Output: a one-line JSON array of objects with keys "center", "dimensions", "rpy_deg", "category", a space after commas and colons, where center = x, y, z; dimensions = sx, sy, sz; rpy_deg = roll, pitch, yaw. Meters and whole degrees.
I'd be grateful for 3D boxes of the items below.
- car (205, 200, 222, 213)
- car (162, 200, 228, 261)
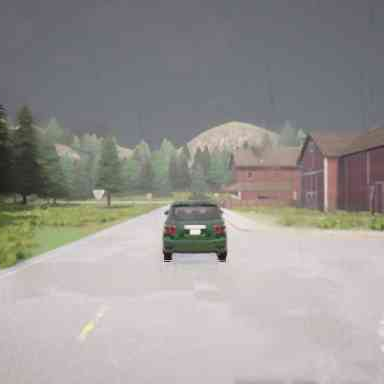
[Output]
[{"center": [2.987, 1.952, 46.668], "dimensions": [1.816, 1.474, 4.193], "rpy_deg": [-6, 0, -2], "category": "car"}, {"center": [0.093, 1.325, 12.858], "dimensions": [2.150, 2.045, 5.566], "rpy_deg": [0, 0, 0], "category": "car"}]
